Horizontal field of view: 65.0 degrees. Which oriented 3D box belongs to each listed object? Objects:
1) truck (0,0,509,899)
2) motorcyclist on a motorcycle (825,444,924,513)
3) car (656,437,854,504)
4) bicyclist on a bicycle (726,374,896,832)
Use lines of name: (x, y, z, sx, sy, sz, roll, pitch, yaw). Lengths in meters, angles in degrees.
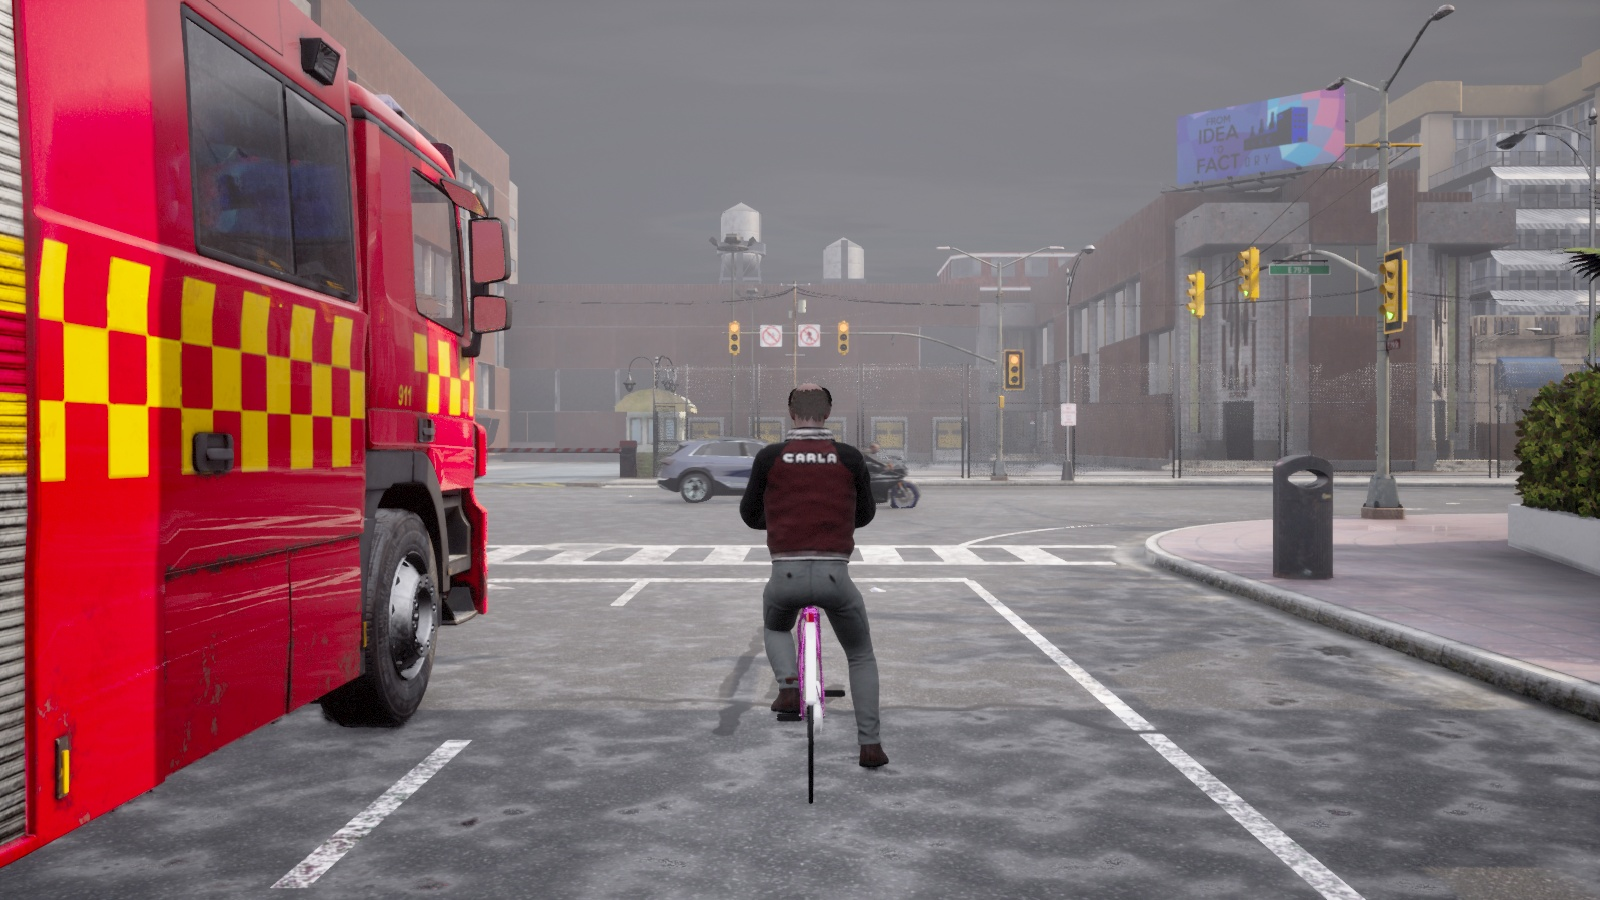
truck: (-3.466, -0.446, 4.404, 2.891, 3.827, 8.468, 0, 0, 0)
motorcyclist on a motorcycle: (1.651, 0.623, 28.268, 2.191, 1.530, 0.866, 0, 0, 1)
car: (-1.100, 0.496, 31.804, 4.856, 1.649, 2.033, 0, 0, 1)
bicyclist on a bicycle: (0.044, 0.584, 5.787, 0.659, 1.776, 1.843, 0, 1, 0)
